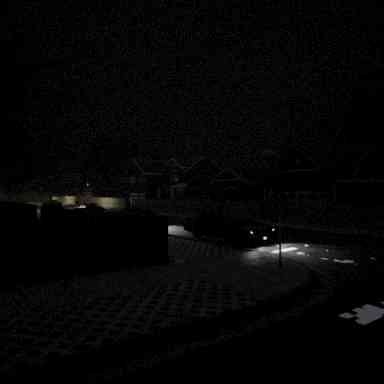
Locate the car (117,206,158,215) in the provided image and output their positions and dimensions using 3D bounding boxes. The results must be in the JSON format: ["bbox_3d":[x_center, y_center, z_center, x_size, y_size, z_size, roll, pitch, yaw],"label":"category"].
[{"bbox_3d":[-4.131,1.744,24.908,1.994,1.385,4.181,-1,0,-35],"label":"car"}]

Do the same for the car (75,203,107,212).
[{"bbox_3d":[-10.197,1.780,33.341,2.033,1.411,5.357,-1,1,-35],"label":"car"}]

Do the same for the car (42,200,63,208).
[{"bbox_3d":[-19.447,1.819,46.347,1.882,1.535,5.008,-1,1,-36],"label":"car"}]

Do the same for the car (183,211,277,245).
[{"bbox_3d":[1.663,1.666,16.839,2.033,1.411,5.357,-1,0,-36],"label":"car"}]
